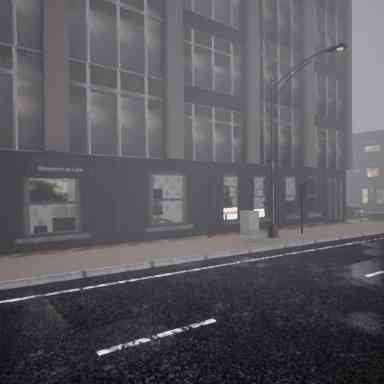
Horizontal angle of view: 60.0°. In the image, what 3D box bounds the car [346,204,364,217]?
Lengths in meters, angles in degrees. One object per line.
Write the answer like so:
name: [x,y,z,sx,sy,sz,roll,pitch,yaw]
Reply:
car: [15.214,1.785,34.605,2.128,1.511,4.902,-1,0,-37]
